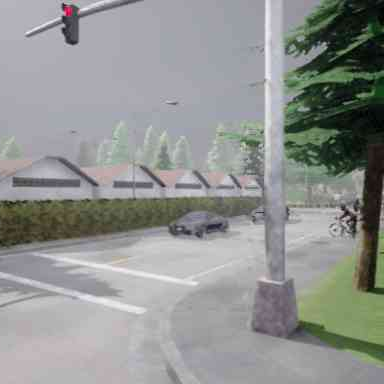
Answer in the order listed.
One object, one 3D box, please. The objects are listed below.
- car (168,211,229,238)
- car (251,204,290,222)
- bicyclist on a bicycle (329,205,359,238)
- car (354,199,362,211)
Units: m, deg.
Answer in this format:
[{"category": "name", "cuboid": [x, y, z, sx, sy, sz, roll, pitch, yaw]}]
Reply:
[{"category": "car", "cuboid": [0.473, 1.807, 19.456, 1.994, 1.385, 4.181, 0, 0, 36]}, {"category": "car", "cuboid": [6.678, 1.738, 28.076, 2.128, 1.511, 4.902, 0, 0, 36]}, {"category": "bicyclist on a bicycle", "cuboid": [7.819, 1.513, 16.866, 1.656, 1.620, 0.582, -1, 0, 36]}, {"category": "car", "cuboid": [23.296, 1.721, 44.960, 2.128, 1.511, 4.902, 0, 0, 36]}]
